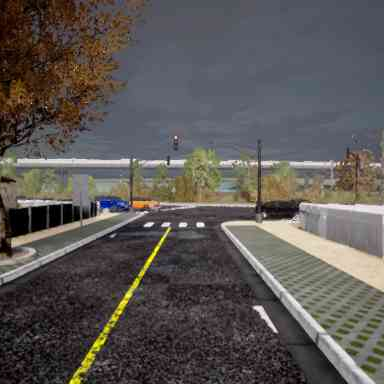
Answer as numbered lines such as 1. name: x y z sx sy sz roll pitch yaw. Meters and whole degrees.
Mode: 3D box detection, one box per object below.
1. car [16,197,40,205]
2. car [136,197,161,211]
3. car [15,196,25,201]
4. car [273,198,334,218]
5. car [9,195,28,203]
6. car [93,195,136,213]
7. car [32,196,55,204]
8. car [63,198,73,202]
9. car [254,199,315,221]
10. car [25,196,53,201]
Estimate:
1. car: -32.480 1.729 65.882 4.902 1.511 2.128 -1 2 36
2. car: -6.147 1.424 42.627 4.553 1.767 2.097 -1 2 36
3. car: -30.783 1.886 60.620 4.718 1.301 1.895 -1 2 36
4. car: 10.213 1.408 30.761 5.008 1.535 1.882 -1 2 36
5. car: -39.012 1.573 74.626 4.892 1.490 1.837 -1 2 36
6. car: -10.062 1.422 41.450 5.566 2.045 2.150 -1 2 36
7. car: -30.570 1.614 68.506 4.902 1.511 2.128 -1 2 36
8. car: -17.789 1.649 51.088 5.008 1.535 1.882 0 2 36
9. car: 7.835 1.520 28.485 5.008 1.535 1.882 -1 2 36
10. car: -23.101 1.837 50.935 4.674 1.442 1.812 0 2 36
